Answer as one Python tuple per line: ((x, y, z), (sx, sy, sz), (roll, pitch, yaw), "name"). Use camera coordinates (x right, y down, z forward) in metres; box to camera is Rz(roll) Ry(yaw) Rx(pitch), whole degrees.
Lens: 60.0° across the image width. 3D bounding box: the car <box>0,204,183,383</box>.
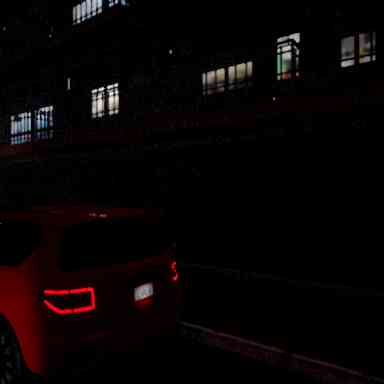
((-2.730, 1.220, 5.333), (5.566, 2.045, 2.150), (0, 0, 35), "car")
